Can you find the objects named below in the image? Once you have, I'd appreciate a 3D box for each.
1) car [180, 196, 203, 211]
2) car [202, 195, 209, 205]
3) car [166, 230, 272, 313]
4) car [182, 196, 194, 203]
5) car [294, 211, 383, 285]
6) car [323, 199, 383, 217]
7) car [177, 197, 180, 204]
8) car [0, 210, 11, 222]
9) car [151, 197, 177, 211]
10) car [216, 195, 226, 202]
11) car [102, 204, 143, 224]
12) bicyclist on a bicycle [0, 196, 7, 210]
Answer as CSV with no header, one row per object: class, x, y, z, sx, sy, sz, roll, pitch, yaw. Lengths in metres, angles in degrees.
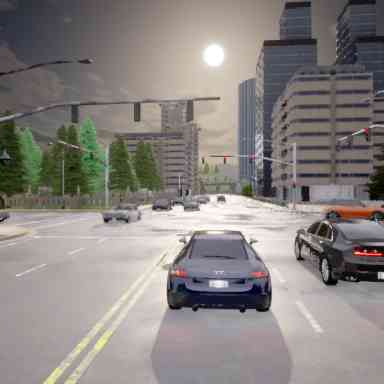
car,-0.002,1.505,40.194,1.837,1.490,4.892,0,0,5
car,1.508,1.504,57.788,1.837,1.490,4.892,0,0,5
car,0.607,1.564,7.773,1.994,1.385,4.181,0,0,4
car,-0.810,1.540,70.924,2.033,1.411,5.357,0,0,5
car,4.240,1.505,9.388,1.837,1.490,4.892,0,0,5
car,12.363,1.352,25.400,4.553,1.767,2.097,0,0,15
car,-2.091,1.547,56.831,2.033,1.411,5.357,0,0,5
car,-15.744,1.601,23.946,4.718,1.301,1.895,0,0,5
car,-3.519,1.547,40.159,2.033,1.411,5.357,0,0,5
car,6.454,1.500,73.628,1.837,1.490,4.892,0,0,5
car,-5.162,1.601,25.140,1.895,1.301,4.718,0,0,6
bicyclist on a bicycle,-22.282,1.301,39.028,0.582,1.620,1.656,0,0,5
